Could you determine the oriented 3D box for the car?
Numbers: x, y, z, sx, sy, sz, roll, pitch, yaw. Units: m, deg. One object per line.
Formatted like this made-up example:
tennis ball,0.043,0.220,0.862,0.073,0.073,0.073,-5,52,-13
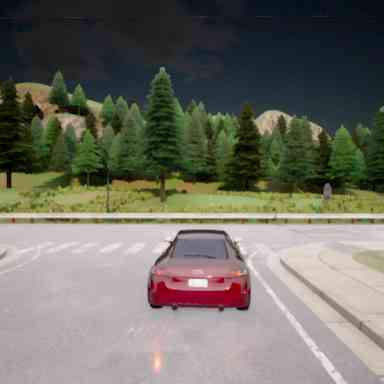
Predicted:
car,0.241,1.558,7.822,1.994,1.385,4.181,0,0,4
